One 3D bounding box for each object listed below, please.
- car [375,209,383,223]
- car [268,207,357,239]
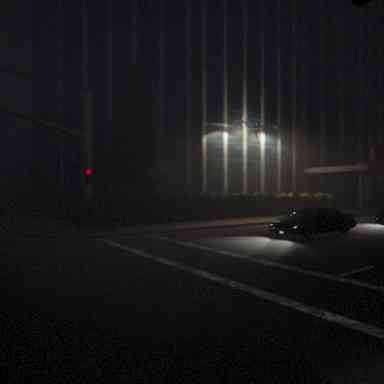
[{"bbox_3d":[14.395,1.458,22.818,4.181,1.385,1.994,0,0,-36],"label":"car"},{"bbox_3d":[6.353,1.483,17.091,5.357,1.411,2.033,0,0,-35],"label":"car"}]
